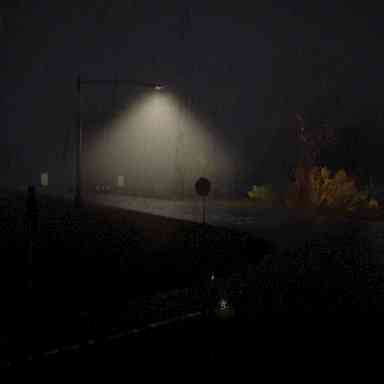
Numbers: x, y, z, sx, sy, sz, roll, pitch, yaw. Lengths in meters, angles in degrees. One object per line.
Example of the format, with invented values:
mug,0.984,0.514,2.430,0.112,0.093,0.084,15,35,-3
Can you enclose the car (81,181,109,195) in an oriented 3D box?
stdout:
car,-14.194,-0.573,49.515,2.150,2.045,5.566,0,2,-36

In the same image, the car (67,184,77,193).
car,-20.247,-0.652,57.975,1.882,1.535,5.008,0,2,-36
